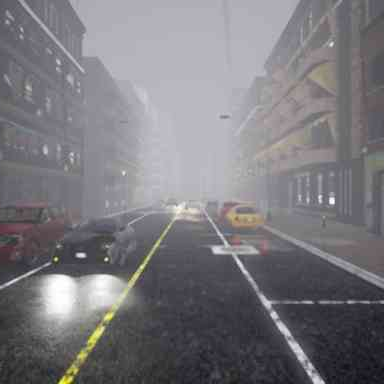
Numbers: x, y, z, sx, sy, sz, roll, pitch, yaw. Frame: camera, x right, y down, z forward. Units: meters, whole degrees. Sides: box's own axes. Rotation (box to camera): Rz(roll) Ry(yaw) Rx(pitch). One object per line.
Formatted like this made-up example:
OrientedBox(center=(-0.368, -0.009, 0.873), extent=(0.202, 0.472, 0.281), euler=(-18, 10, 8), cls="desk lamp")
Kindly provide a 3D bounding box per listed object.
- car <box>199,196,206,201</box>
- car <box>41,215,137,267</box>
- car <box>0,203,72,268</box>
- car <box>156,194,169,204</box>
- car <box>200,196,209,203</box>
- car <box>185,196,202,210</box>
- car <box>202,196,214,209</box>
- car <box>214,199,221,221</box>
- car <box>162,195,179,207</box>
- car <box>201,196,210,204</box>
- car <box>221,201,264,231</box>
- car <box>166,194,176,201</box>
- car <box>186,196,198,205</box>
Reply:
OrientedBox(center=(2.687, 1.639, 84.800), extent=(1.802, 1.307, 4.206), euler=(0, 0, 0), cls="car")
OrientedBox(center=(-3.101, 1.573, 11.279), extent=(1.994, 1.385, 4.181), euler=(0, 0, 0), cls="car")
OrientedBox(center=(-5.689, 1.324, 11.533), extent=(2.192, 1.841, 5.009), euler=(0, 0, 0), cls="car")
OrientedBox(center=(-5.692, 1.595, 62.258), extent=(2.008, 1.369, 4.403), euler=(0, 0, 0), cls="car")
OrientedBox(center=(2.688, 1.616, 73.527), extent=(1.947, 1.339, 4.313), euler=(0, 0, 0), cls="car")
OrientedBox(center=(0.065, 1.558, 43.902), extent=(1.812, 1.442, 4.674), euler=(0, 0, 0), cls="car")
OrientedBox(center=(2.689, 1.584, 45.346), extent=(2.008, 1.369, 4.403), euler=(0, 0, 0), cls="car")
OrientedBox(center=(3.138, 1.499, 27.525), extent=(1.882, 1.535, 5.008), euler=(0, 0, 0), cls="car")
OrientedBox(center=(-3.077, 1.585, 52.276), extent=(2.033, 1.411, 5.357), euler=(0, 0, 0), cls="car")
OrientedBox(center=(2.689, 1.573, 68.061), extent=(1.752, 1.417, 4.829), euler=(0, 0, 0), cls="car")
OrientedBox(center=(3.148, 1.473, 20.716), extent=(1.801, 1.575, 5.366), euler=(0, 0, 0), cls="car")
OrientedBox(center=(-5.693, 1.376, 90.440), extent=(2.192, 1.841, 5.009), euler=(0, 0, 0), cls="car")
OrientedBox(center=(0.026, 1.535, 60.764), extent=(2.128, 1.511, 4.902), euler=(0, 0, 1), cls="car")
